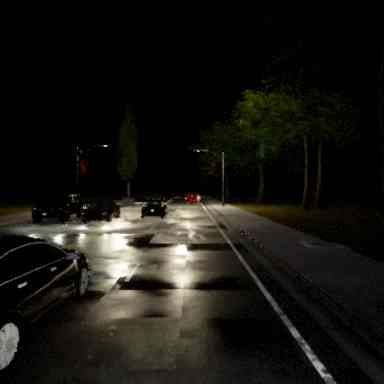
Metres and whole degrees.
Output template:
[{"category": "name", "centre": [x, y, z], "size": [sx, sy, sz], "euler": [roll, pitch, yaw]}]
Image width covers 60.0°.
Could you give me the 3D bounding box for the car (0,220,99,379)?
[{"category": "car", "centre": [-3.151, 1.481, 5.427], "size": [1.837, 1.490, 4.892], "euler": [0, 0, 0]}]

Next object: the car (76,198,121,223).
[{"category": "car", "centre": [-6.602, 1.377, 24.647], "size": [1.882, 1.535, 5.008], "euler": [0, 0, 0]}]

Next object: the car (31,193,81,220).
[{"category": "car", "centre": [-9.852, 1.122, 24.980], "size": [2.150, 2.045, 5.566], "euler": [0, 0, 0]}]

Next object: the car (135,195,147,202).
[{"category": "car", "centre": [-9.770, 1.306, 64.831], "size": [1.994, 1.385, 4.181], "euler": [0, 0, 0]}]

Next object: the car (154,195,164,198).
[{"category": "car", "centre": [-6.518, 1.269, 65.234], "size": [1.812, 1.442, 4.674], "euler": [0, 0, 0]}]

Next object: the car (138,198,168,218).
[{"category": "car", "centre": [-3.154, 1.448, 28.505], "size": [1.994, 1.385, 4.181], "euler": [0, 0, 0]}]

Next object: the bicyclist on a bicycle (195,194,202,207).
[{"category": "bicyclist on a bicycle", "centre": [0.907, 1.256, 45.516], "size": [0.866, 1.612, 1.509], "euler": [0, 0, 0]}]

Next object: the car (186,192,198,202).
[{"category": "car", "centre": [-0.006, 0.968, 64.762], "size": [2.150, 2.045, 5.566], "euler": [0, 0, 0]}]

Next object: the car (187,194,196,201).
[{"category": "car", "centre": [-0.007, 1.224, 78.055], "size": [2.033, 1.411, 5.357], "euler": [0, 0, 0]}]

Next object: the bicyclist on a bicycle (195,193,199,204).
[{"category": "bicyclist on a bicycle", "centre": [0.888, 1.146, 57.096], "size": [0.659, 1.776, 1.843], "euler": [0, 1, 0]}]
